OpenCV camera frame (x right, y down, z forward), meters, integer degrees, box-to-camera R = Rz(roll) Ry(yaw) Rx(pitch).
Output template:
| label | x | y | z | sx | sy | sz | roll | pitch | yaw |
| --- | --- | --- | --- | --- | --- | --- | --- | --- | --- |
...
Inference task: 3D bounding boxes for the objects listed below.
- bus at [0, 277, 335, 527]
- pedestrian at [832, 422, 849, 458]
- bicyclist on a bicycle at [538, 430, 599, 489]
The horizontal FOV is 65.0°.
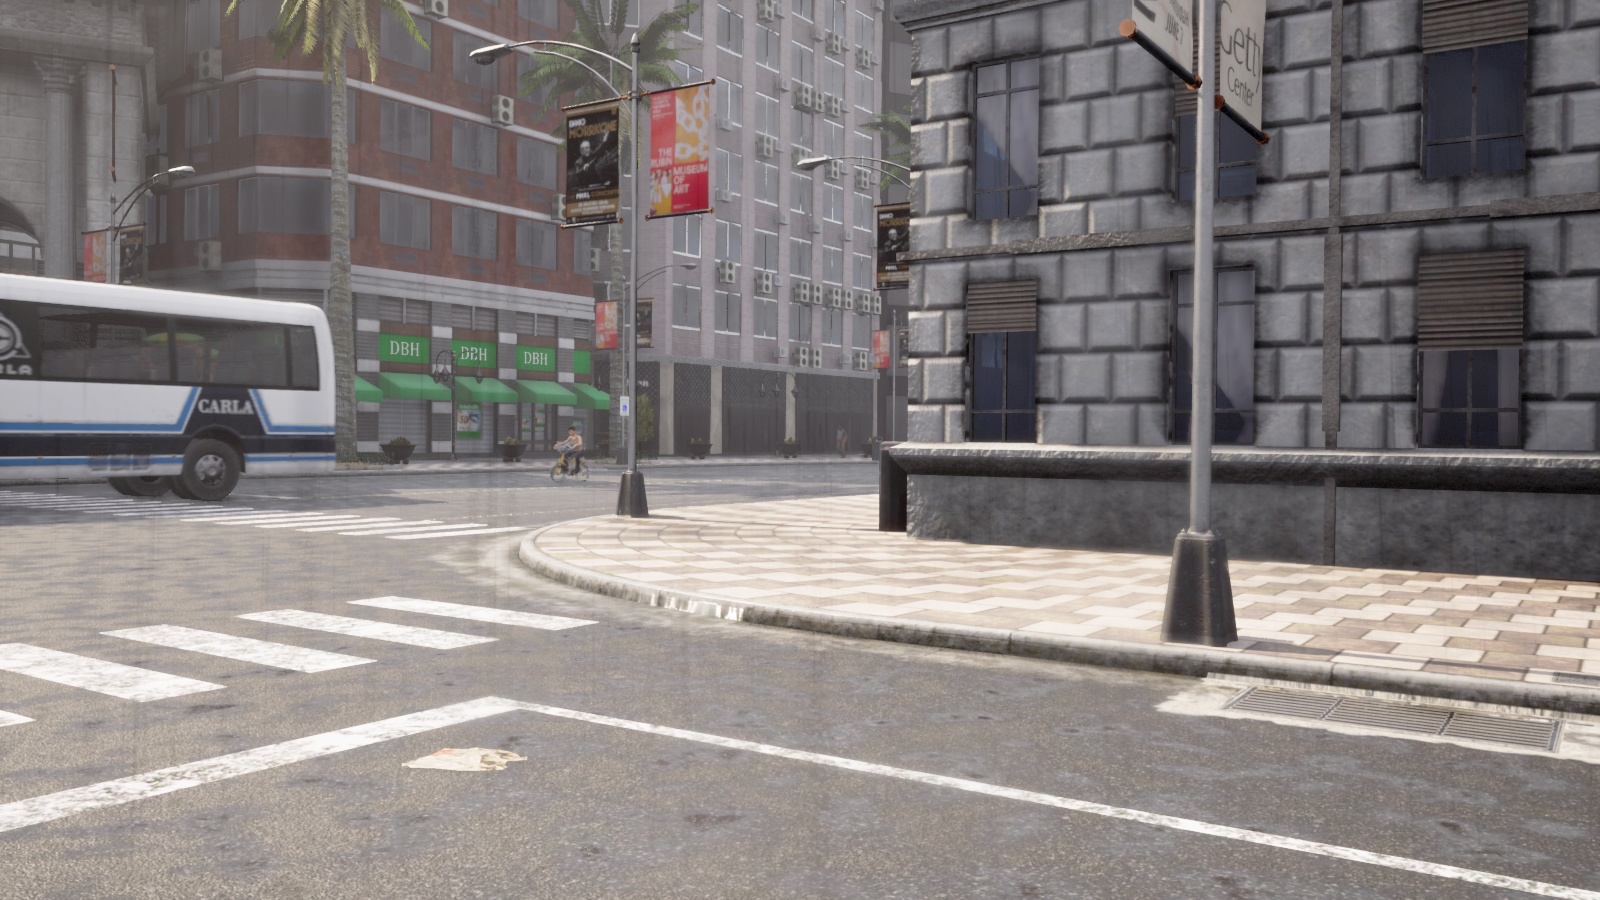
| label | x | y | z | sx | sy | sz | roll | pitch | yaw |
| --- | --- | --- | --- | --- | --- | --- | --- | --- | --- |
| bus | -14.478 | -0.837 | 23.664 | 3.944 | 4.253 | 10.273 | 0 | 1 | 34 |
| pedestrian | 2.085 | -0.510 | 64.376 | 0.540 | 1.848 | 0.694 | 0 | 1 | 44 |
| bicyclist on a bicycle | -6.532 | 0.244 | 35.418 | 0.866 | 1.612 | 1.509 | 0 | 1 | 34 |
